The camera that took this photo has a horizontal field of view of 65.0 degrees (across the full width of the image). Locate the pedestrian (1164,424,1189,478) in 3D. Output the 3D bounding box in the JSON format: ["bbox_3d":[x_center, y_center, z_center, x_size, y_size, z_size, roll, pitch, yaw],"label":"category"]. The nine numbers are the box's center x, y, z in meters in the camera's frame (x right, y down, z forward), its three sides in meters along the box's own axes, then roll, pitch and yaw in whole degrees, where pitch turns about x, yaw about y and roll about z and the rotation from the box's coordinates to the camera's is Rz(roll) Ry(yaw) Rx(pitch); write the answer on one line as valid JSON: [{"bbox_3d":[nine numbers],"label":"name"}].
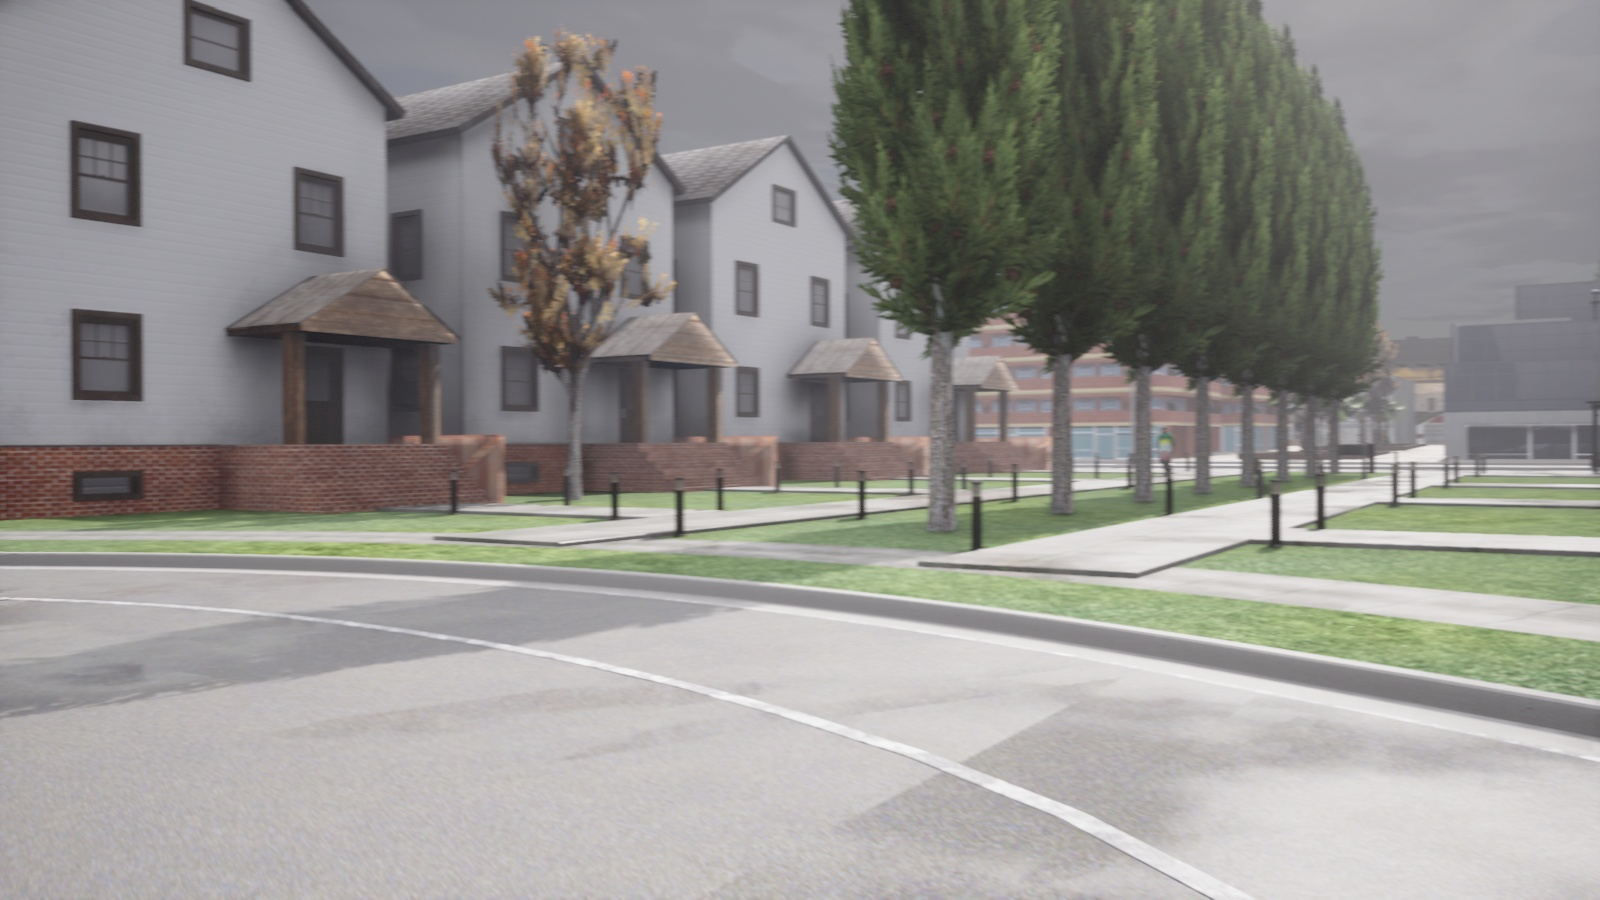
[{"bbox_3d":[13.722,0.042,45.748,0.659,1.952,0.873,0,0,34],"label":"pedestrian"}]
